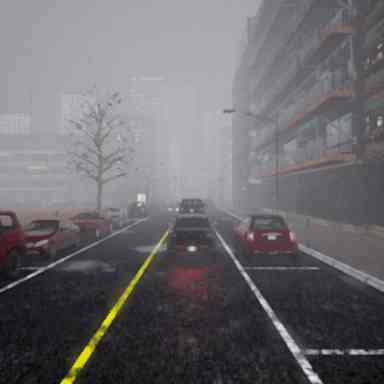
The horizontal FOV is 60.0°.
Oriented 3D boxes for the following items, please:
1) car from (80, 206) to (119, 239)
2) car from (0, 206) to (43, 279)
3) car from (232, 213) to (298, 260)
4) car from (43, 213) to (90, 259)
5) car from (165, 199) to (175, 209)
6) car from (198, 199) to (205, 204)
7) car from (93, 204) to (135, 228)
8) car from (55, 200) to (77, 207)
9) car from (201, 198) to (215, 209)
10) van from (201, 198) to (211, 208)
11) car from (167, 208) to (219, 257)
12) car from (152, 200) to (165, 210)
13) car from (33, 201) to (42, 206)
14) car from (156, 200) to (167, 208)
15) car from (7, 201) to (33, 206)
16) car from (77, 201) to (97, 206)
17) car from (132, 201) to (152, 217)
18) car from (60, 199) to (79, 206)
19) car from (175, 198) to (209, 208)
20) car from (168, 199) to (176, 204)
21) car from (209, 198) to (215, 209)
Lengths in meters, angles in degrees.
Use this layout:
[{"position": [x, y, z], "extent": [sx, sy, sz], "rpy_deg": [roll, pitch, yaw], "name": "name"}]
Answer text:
[{"position": [-5.697, 1.732, 18.623], "extent": [1.887, 1.381, 4.507], "rpy_deg": [0, -1, 0], "name": "car"}, {"position": [-5.698, 1.392, 7.570], "extent": [2.192, 1.841, 5.009], "rpy_deg": [0, -1, 0], "name": "car"}, {"position": [2.683, 1.572, 13.096], "extent": [1.967, 1.590, 4.097], "rpy_deg": [0, -1, 0], "name": "car"}, {"position": [-5.696, 1.714, 13.095], "extent": [1.802, 1.307, 4.206], "rpy_deg": [0, -1, 0], "name": "car"}, {"position": [-3.066, 2.140, 57.591], "extent": [2.033, 1.411, 5.357], "rpy_deg": [0, -1, 0], "name": "car"}, {"position": [2.684, 2.584, 95.233], "extent": [1.802, 1.307, 4.206], "rpy_deg": [0, -1, 0], "name": "car"}, {"position": [-5.697, 1.794, 24.150], "extent": [2.008, 1.369, 4.403], "rpy_deg": [0, -1, 0], "name": "car"}, {"position": [-27.973, 2.734, 73.550], "extent": [4.403, 1.369, 2.008], "rpy_deg": [-1, 1, 0], "name": "car"}, {"position": [2.682, 1.904, 57.316], "extent": [2.192, 1.841, 5.009], "rpy_deg": [0, -1, 0], "name": "car"}, {"position": [2.682, 1.989, 62.843], "extent": [1.690, 1.788, 3.998], "rpy_deg": [0, -1, 0], "name": "van"}, {"position": [0.024, 1.643, 13.519], "extent": [1.837, 1.490, 4.892], "rpy_deg": [0, 0, 1], "name": "car"}, {"position": [-5.698, 1.970, 51.787], "extent": [1.967, 1.590, 4.097], "rpy_deg": [0, -1, 0], "name": "car"}, {"position": [-39.173, 2.954, 82.057], "extent": [4.206, 1.307, 1.802], "rpy_deg": [-1, 1, 0], "name": "car"}, {"position": [-5.697, 2.231, 62.841], "extent": [1.802, 1.307, 4.206], "rpy_deg": [0, -1, 0], "name": "car"}, {"position": [-38.402, 2.880, 73.519], "extent": [4.507, 1.381, 1.887], "rpy_deg": [-1, 1, 0], "name": "car"}, {"position": [-22.403, 2.653, 73.591], "extent": [4.403, 1.369, 2.008], "rpy_deg": [-1, 1, 0], "name": "car"}, {"position": [-5.698, 1.796, 35.206], "extent": [1.967, 1.590, 4.097], "rpy_deg": [0, -1, 0], "name": "car"}, {"position": [-30.273, 2.683, 82.171], "extent": [4.097, 1.590, 1.967], "rpy_deg": [-1, 1, 0], "name": "car"}, {"position": [0.011, 1.503, 27.558], "extent": [2.150, 2.045, 5.566], "rpy_deg": [0, 0, 0], "name": "car"}, {"position": [-5.698, 2.569, 95.245], "extent": [1.947, 1.339, 4.313], "rpy_deg": [0, -1, 0], "name": "car"}, {"position": [2.684, 2.075, 51.785], "extent": [1.887, 1.381, 4.507], "rpy_deg": [0, -1, 0], "name": "car"}]
